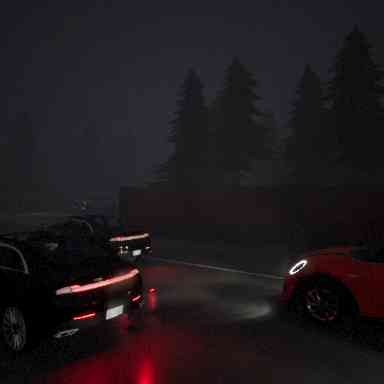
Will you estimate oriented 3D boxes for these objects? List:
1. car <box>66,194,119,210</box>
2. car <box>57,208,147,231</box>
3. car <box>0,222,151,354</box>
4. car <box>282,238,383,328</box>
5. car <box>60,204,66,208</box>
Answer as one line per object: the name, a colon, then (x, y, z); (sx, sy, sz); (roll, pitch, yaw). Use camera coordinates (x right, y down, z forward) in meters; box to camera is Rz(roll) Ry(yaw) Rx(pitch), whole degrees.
car: (-10.527, 1.221, 36.578); (2.150, 2.045, 5.566); (0, 0, 32)
car: (-3.496, 1.492, 10.801); (4.902, 1.511, 2.128); (0, 0, 37)
car: (-3.061, 1.492, 6.147); (4.902, 1.511, 2.128); (0, 0, 36)
car: (3.885, 1.352, 5.521); (4.553, 1.767, 2.097); (0, 0, 36)
car: (-12.947, 1.601, 39.131); (1.895, 1.301, 4.718); (0, 0, 35)
